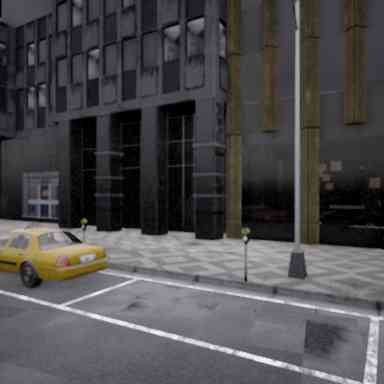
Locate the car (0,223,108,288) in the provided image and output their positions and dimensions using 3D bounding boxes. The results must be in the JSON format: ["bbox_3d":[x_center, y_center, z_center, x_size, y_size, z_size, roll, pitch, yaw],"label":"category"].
[{"bbox_3d":[-4.490,1.544,9.096,4.829,1.417,1.752,0,0,30],"label":"car"}]
